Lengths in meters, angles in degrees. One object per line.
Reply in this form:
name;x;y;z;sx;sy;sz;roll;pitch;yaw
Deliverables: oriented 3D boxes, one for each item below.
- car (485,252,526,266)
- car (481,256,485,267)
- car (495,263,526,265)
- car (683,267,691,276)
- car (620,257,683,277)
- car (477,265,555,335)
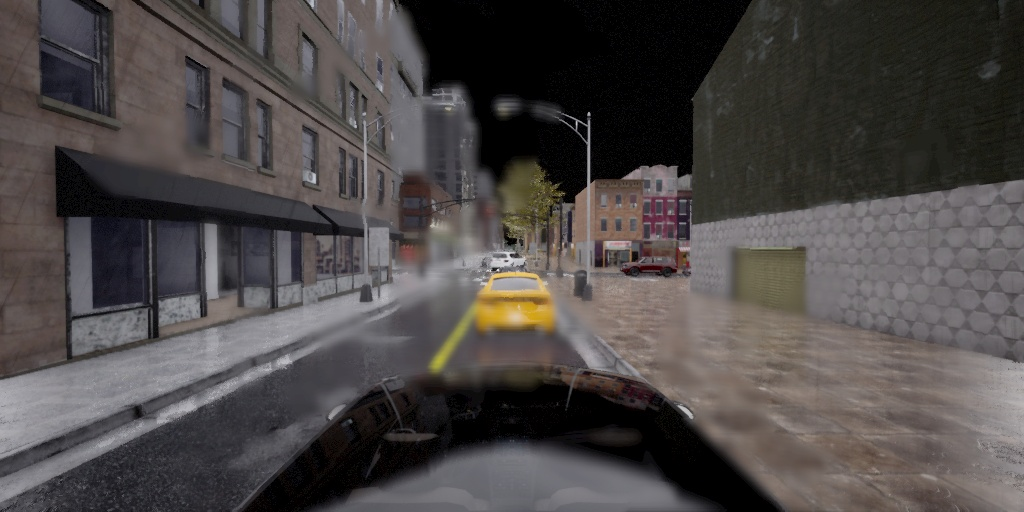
car;-0.343;0.569;37.555;2.150;2.045;5.566;2;2;23
car;-2.828;0.613;45.997;2.128;1.511;4.902;0;2;1
car;0.073;1.250;19.881;1.895;1.301;4.718;0;1;0
car;18.113;1.296;33.418;4.207;1.307;1.802;0;0;0
car;12.711;0.952;33.411;5.009;1.841;2.192;0;0;0
car;0.098;1.206;10.439;1.882;1.535;5.008;0;0;0
